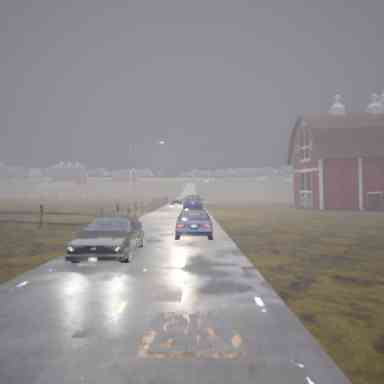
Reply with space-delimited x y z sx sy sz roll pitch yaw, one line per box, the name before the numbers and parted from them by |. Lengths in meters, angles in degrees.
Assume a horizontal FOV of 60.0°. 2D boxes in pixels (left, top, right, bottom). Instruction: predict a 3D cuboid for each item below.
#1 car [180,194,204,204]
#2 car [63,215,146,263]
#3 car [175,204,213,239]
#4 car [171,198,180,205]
car | 0.099 1.279 37.034 2.150 2.045 5.566 0 0 0
car | -2.848 1.559 12.203 2.033 1.411 5.357 0 0 0
car | 0.099 1.570 17.345 2.033 1.411 5.357 0 0 0
car | -2.751 1.689 60.250 1.895 1.301 4.718 0 0 0
